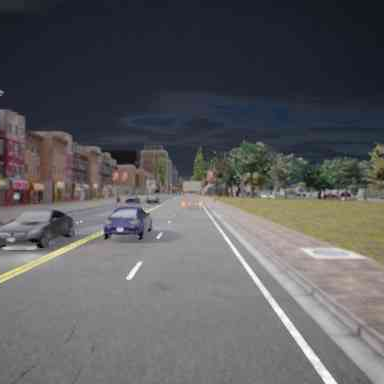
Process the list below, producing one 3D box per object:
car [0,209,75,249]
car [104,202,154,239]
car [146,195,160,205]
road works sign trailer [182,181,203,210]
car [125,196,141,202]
[{"bbox_3d":[-6.597,1.477,14.480,1.812,1.442,4.674,0,0,0],"label":"car"},{"bbox_3d":[-3.148,1.469,16.867,1.812,1.442,4.674,0,0,0],"label":"car"},{"bbox_3d":[-6.545,1.278,55.806,1.882,1.535,5.008,0,0,1],"label":"car"},{"bbox_3d":[0.004,0.321,40.911,2.380,3.560,2.880,0,0,0],"label":"road works sign trailer"},{"bbox_3d":[-9.783,1.349,55.466,2.033,1.411,5.357,0,0,1],"label":"car"}]
